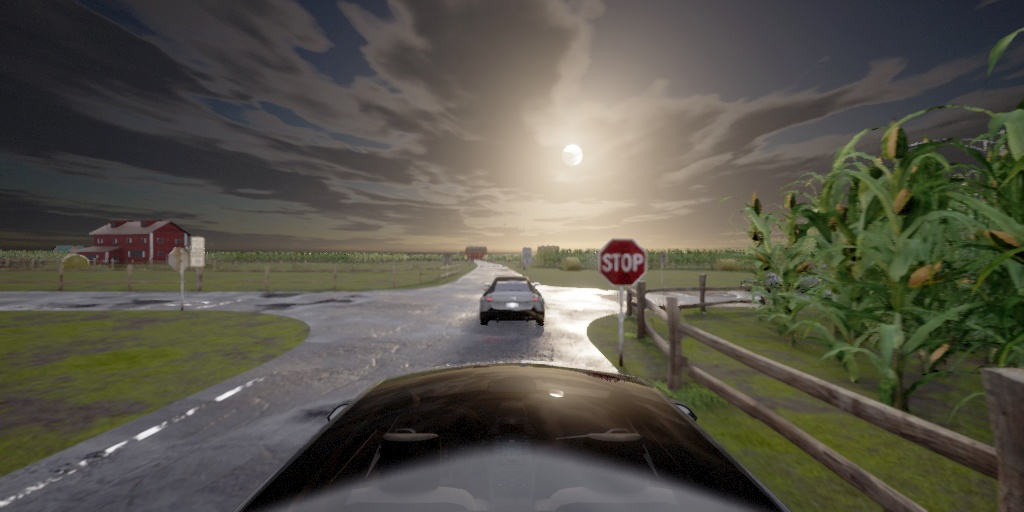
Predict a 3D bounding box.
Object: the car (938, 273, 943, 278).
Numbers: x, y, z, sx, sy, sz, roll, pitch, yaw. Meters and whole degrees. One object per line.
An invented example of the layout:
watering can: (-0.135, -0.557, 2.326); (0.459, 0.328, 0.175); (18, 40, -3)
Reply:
car: (28.601, 1.558, 22.693); (4.674, 1.442, 1.812); (0, 0, -8)

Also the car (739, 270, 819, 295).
car: (15.647, 1.505, 20.930); (4.181, 1.385, 1.994); (0, 0, -7)

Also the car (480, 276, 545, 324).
car: (-0.004, 1.369, 12.165); (1.994, 1.385, 4.181); (0, 0, 0)
